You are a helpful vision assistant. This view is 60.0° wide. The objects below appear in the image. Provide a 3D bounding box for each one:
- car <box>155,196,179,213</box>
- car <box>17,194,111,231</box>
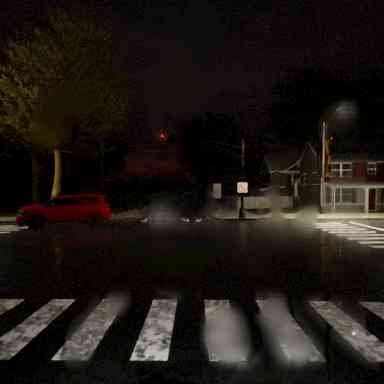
[{"bbox_3d":[-2.966,1.458,36.573,2.128,1.511,4.902,0,0,1],"label":"car"},{"bbox_3d":[-7.941,1.180,21.000,5.566,2.045,2.150,-1,3,-26],"label":"car"}]
